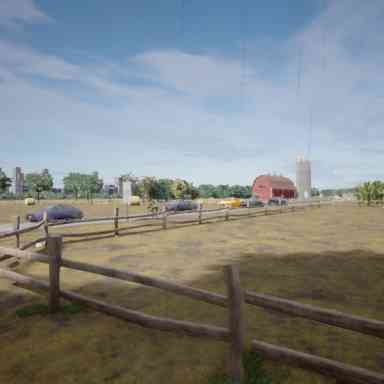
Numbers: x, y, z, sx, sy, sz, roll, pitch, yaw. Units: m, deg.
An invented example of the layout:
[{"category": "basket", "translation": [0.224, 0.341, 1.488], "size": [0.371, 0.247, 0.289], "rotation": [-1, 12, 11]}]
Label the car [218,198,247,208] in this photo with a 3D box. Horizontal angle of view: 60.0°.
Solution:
[{"category": "car", "translation": [5.632, 1.614, 48.921], "size": [1.882, 1.535, 5.008], "rotation": [-2, -1, 36]}]

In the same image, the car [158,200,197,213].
[{"category": "car", "translation": [-1.558, 1.662, 38.876], "size": [2.033, 1.411, 5.357], "rotation": [-2, -1, 36]}]

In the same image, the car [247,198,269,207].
[{"category": "car", "translation": [8.873, 1.602, 48.553], "size": [2.033, 1.411, 5.357], "rotation": [-2, -1, 36]}]

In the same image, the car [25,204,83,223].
[{"category": "car", "translation": [-10.707, 1.658, 25.995], "size": [1.994, 1.385, 4.181], "rotation": [-2, -1, 36]}]

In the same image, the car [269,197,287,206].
[{"category": "car", "translation": [14.574, 1.608, 56.669], "size": [1.837, 1.490, 4.892], "rotation": [-2, -2, 35]}]

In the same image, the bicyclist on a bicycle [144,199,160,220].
[{"category": "bicyclist on a bicycle", "translation": [-3.160, 1.415, 26.297], "size": [1.656, 1.620, 0.582], "rotation": [0, 0, 35]}]
